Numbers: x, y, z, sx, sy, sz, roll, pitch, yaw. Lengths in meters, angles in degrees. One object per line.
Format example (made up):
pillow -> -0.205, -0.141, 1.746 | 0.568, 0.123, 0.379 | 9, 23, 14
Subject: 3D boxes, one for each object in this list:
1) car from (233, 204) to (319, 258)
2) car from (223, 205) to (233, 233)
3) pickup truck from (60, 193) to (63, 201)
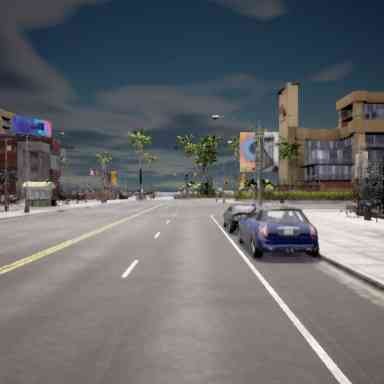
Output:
car -> 3.040, 1.301, 12.632 | 2.185, 1.767, 4.553 | 0, 0, 0
car -> 2.900, 1.427, 19.057 | 2.097, 1.535, 5.008 | 0, 0, 0
pickup truck -> -28.603, 1.045, 79.524 | 6.274, 2.098, 2.390 | 0, 0, 0
